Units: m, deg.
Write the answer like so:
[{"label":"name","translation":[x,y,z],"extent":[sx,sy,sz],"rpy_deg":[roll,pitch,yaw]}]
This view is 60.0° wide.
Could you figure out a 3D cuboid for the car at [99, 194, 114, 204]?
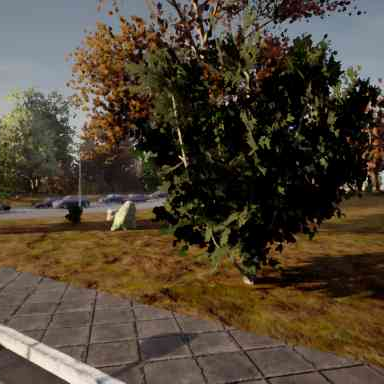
[{"label":"car","translation":[-12.338,1.009,52.076],"extent":[1.812,1.442,4.674],"rpy_deg":[0,2,39]}]

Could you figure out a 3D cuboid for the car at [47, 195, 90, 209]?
[{"label":"car","translation":[-15.490,1.179,42.650],"extent":[2.097,1.767,4.553],"rpy_deg":[0,2,39]}]

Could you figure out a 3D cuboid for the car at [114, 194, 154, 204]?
[{"label":"car","translation":[-8.798,0.959,50.901],"extent":[2.033,1.411,5.357],"rpy_deg":[0,3,39]}]

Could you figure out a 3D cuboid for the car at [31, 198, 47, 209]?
[{"label":"car","translation":[-18.552,1.401,44.433],"extent":[2.033,1.411,5.357],"rpy_deg":[0,2,39]}]

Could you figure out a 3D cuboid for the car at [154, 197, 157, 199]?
[{"label":"car","translation":[-5.781,0.465,60.108],"extent":[2.128,1.511,4.902],"rpy_deg":[0,3,40]}]

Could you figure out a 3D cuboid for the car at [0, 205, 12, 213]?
[{"label":"car","translation":[-21.768,1.646,34.901],"extent":[1.895,1.301,4.718],"rpy_deg":[0,1,39]}]
